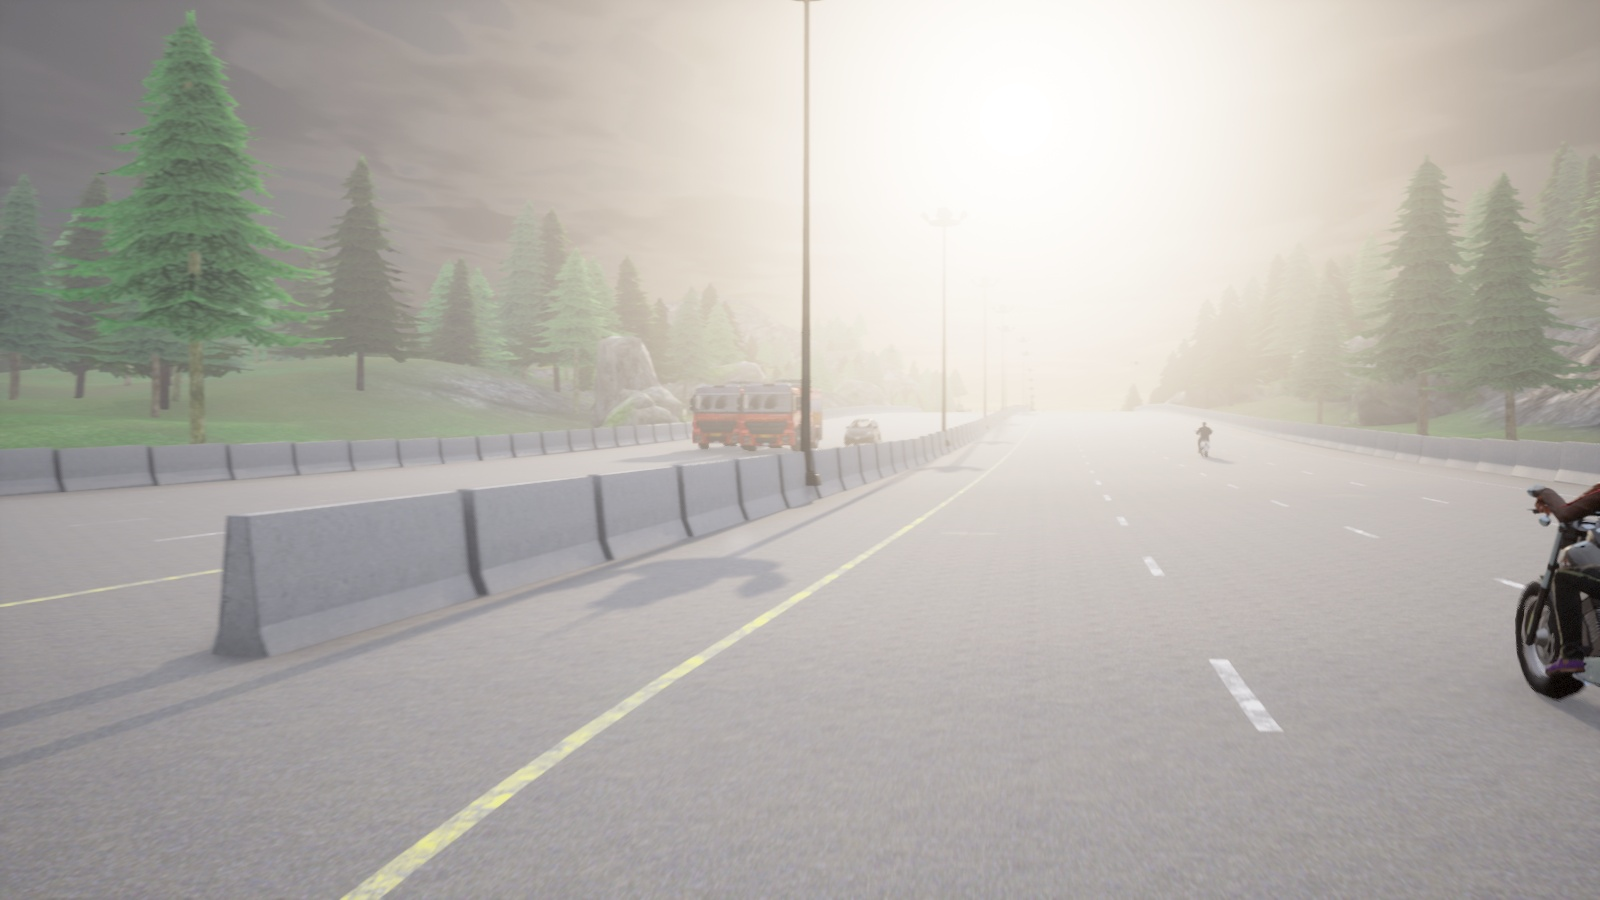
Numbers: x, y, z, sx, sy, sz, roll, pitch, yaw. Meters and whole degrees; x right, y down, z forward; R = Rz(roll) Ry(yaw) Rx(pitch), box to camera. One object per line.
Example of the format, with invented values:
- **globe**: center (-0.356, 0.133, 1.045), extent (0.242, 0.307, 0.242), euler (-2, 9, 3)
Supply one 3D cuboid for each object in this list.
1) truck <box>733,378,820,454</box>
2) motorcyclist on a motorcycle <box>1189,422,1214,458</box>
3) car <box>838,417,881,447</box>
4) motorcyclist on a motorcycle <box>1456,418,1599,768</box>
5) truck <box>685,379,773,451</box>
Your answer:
- **truck**: center (-1.109, -1.896, 67.657), extent (2.891, 3.827, 8.468), euler (0, 2, 11)
- **motorcyclist on a motorcycle**: center (18.019, -0.463, 56.410), extent (0.866, 1.590, 1.817), euler (0, 2, 12)
- **car**: center (3.454, -1.042, 72.503), extent (1.851, 1.617, 3.988), euler (0, 2, 12)
- **motorcyclist on a motorcycle**: center (4.285, 0.673, 6.619), extent (0.766, 1.649, 2.350), euler (1, 0, 10)
- **truck**: center (-3.895, -2.028, 71.497), extent (2.891, 3.827, 8.468), euler (0, 2, 12)
